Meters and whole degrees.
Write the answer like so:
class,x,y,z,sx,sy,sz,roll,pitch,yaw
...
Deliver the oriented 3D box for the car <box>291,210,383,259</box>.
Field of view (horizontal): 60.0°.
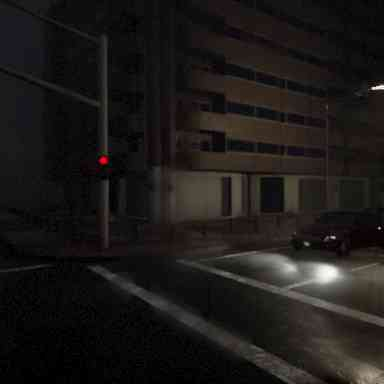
class,x,y,z,sx,sy,sz,roll,pitch,yaw
car,5.684,1.407,12.255,4.674,1.442,1.812,-1,0,-35
